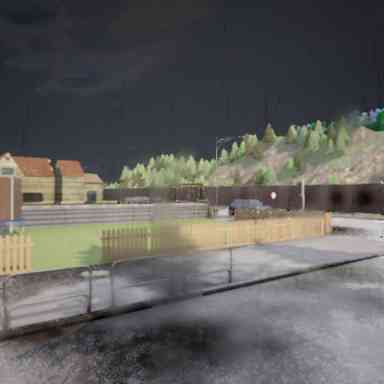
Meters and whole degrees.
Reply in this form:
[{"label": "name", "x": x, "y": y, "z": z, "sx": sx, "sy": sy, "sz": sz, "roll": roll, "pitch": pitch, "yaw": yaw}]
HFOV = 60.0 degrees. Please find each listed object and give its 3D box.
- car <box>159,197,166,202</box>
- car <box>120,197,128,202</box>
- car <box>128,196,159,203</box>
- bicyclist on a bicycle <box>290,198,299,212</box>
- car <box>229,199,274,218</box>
[{"label": "car", "x": -6.090, "y": 1.626, "z": 55.229, "sx": 1.837, "sy": 1.490, "sz": 4.892, "roll": 0, "pitch": 0, "yaw": -35}, {"label": "car", "x": -12.173, "y": 1.648, "z": 63.688, "sx": 1.812, "sy": 1.442, "sz": 4.674, "roll": 0, "pitch": 0, "yaw": -35}, {"label": "car", "x": -7.287, "y": 1.456, "z": 49.813, "sx": 2.097, "sy": 1.767, "sz": 4.553, "roll": 0, "pitch": 0, "yaw": -35}, {"label": "bicyclist on a bicycle", "x": 11.641, "y": 1.486, "z": 37.635, "sx": 1.656, "sy": 1.620, "sz": 0.582, "roll": 0, "pitch": 0, "yaw": -35}, {"label": "car", "x": 5.593, "y": 1.453, "z": 31.649, "sx": 2.097, "sy": 1.767, "sz": 4.553, "roll": 0, "pitch": 0, "yaw": -35}]
